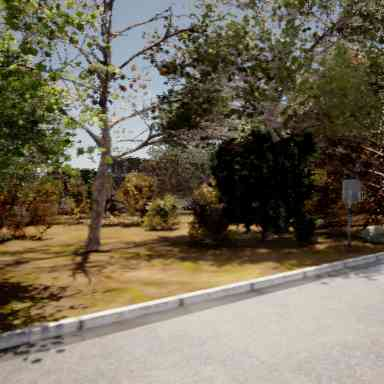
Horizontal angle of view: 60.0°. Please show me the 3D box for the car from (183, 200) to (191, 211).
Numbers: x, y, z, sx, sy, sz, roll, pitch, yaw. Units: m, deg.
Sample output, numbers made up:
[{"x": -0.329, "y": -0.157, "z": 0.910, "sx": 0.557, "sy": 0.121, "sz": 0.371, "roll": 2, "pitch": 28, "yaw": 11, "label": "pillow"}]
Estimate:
[{"x": -1.086, "y": 2.397, "z": 54.034, "sx": 2.163, "sy": 1.488, "sz": 4.792, "roll": 0, "pitch": 0, "yaw": -36, "label": "car"}]

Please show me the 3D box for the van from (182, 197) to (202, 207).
[{"x": -0.046, "y": 2.101, "z": 70.748, "sx": 1.878, "sy": 1.987, "sz": 4.442, "roll": 0, "pitch": 0, "yaw": -36, "label": "van"}]

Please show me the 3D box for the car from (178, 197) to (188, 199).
[{"x": -2.411, "y": 2.090, "z": 69.235, "sx": 2.435, "sy": 2.045, "sz": 5.566, "roll": 0, "pitch": 0, "yaw": -36, "label": "car"}]

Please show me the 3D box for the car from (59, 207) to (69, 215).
[{"x": -16.912, "y": 2.338, "z": 42.750, "sx": 2.097, "sy": 1.535, "sz": 5.008, "roll": 0, "pitch": 0, "yaw": -36, "label": "car"}]
